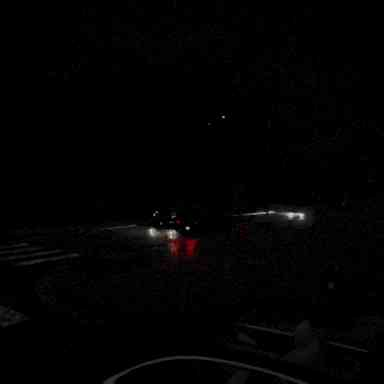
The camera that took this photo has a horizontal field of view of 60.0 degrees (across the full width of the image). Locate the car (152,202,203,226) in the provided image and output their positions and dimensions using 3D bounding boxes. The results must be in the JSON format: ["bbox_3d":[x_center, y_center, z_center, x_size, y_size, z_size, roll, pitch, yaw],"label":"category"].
[{"bbox_3d":[-0.719,1.507,23.531,2.097,1.767,4.553,2,0,36],"label":"car"}]

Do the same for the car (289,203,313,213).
[{"bbox_3d":[14.932,2.104,45.349,1.895,1.301,4.718,2,0,36],"label":"car"}]

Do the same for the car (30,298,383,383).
[{"bbox_3d":[0.527,1.550,2.415,4.403,1.369,2.008,0,1,36],"label":"car"}]

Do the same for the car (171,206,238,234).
[{"bbox_3d":[1.050,1.811,20.978,1.895,1.301,4.718,2,0,36],"label":"car"}]

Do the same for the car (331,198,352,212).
[{"bbox_3d":[23.642,1.963,52.586,2.150,2.045,5.566,2,0,36],"label":"car"}]
